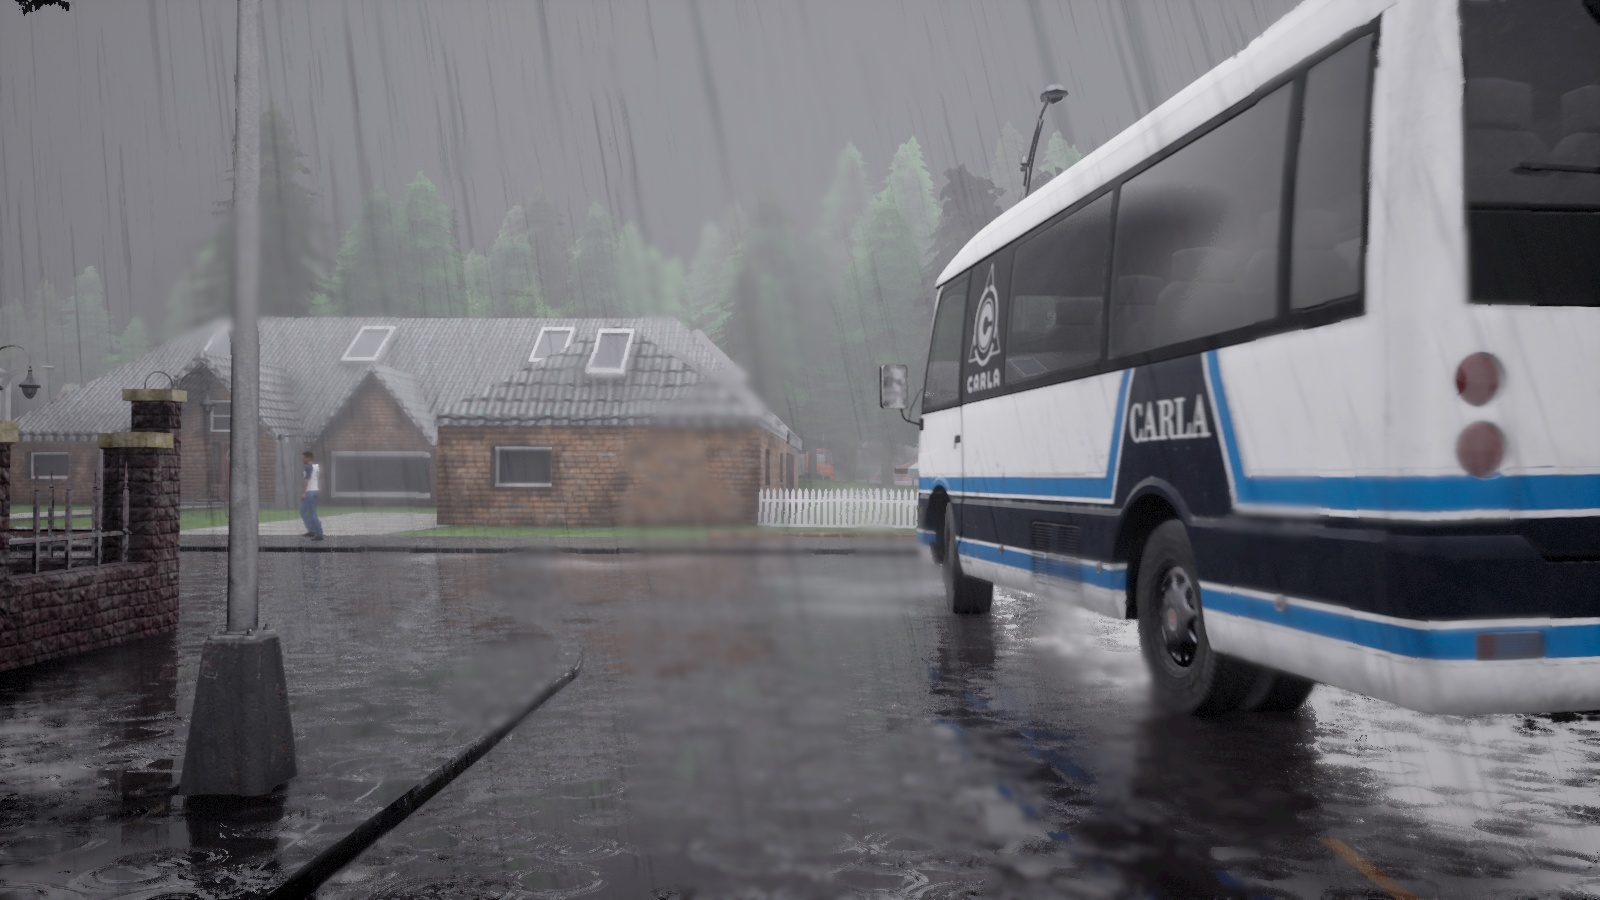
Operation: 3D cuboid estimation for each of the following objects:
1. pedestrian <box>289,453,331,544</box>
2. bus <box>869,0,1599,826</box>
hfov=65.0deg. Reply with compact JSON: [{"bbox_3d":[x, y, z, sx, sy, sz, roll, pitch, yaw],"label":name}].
[{"bbox_3d":[-9.985,0.990,25.616,0.706,1.836,0.354,0,-1,1],"label":"pedestrian"},{"bbox_3d":[3.530,-0.393,10.923,3.944,4.253,10.273,-1,-1,-7],"label":"bus"}]
